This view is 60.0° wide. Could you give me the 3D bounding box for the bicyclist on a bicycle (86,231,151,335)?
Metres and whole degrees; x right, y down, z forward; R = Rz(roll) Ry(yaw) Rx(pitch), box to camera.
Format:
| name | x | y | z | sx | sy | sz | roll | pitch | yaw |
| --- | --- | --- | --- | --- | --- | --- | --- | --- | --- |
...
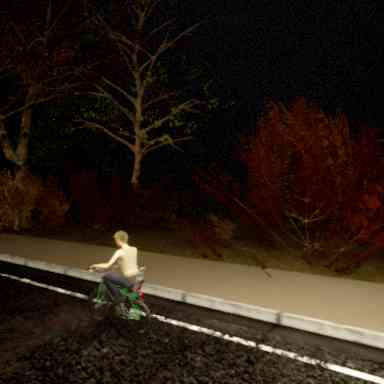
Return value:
| name | x | y | z | sx | sy | sz | roll | pitch | yaw |
| --- | --- | --- | --- | --- | --- | --- | --- | --- | --- |
| bicyclist on a bicycle | -1.244 | 1.450 | 5.547 | 1.509 | 1.612 | 0.866 | 0 | 0 | 35 |
